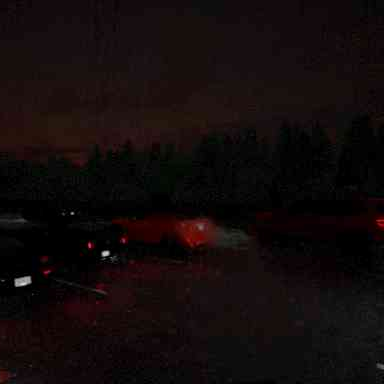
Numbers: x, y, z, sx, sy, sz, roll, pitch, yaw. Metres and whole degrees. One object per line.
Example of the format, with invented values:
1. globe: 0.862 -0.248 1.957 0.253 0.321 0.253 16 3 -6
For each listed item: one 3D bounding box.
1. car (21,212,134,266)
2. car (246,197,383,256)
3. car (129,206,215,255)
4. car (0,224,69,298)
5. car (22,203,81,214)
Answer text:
1. car: -4.440 1.588 11.459 4.718 1.301 1.895 0 0 36
2. car: 4.967 1.218 13.347 5.566 2.045 2.150 0 0 36
3. car: -1.389 1.341 13.580 4.553 1.767 2.097 0 0 35
4. car: -5.056 1.515 7.598 4.674 1.442 1.812 0 0 35
5. car: -10.217 1.520 24.177 5.357 1.411 2.033 0 0 35
